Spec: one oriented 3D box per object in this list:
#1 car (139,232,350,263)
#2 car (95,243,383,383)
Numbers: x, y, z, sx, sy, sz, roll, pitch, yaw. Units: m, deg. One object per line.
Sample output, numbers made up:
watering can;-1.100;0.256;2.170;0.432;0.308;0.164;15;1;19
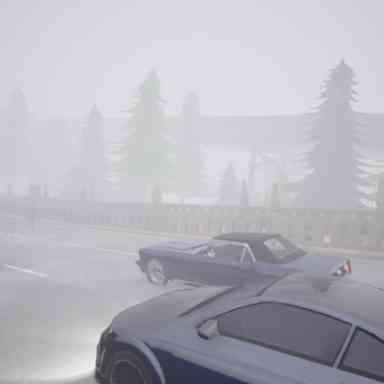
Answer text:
car;0.931;1.585;7.630;4.718;1.301;1.895;0;0;36
car;0.971;1.559;3.301;4.181;1.385;1.994;0;0;36
